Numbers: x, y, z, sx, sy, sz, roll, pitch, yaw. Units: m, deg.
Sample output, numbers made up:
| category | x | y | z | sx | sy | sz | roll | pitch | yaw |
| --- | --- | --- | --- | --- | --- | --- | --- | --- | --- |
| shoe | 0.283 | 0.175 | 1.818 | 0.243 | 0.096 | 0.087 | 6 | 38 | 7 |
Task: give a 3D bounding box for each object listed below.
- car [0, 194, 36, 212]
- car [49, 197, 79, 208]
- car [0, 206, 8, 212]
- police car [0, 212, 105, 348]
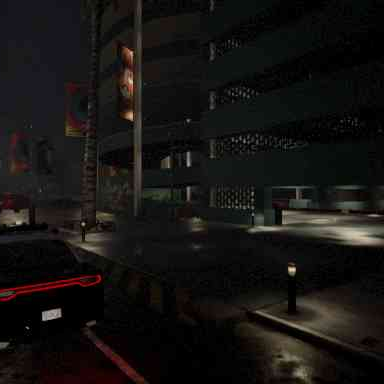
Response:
| category | x | y | z | sx | sy | sz | roll | pitch | yaw |
| --- | --- | --- | --- | --- | --- | --- | --- | --- | --- |
| car | -19.308 | 1.221 | 36.503 | 2.150 | 2.045 | 5.566 | 0 | 0 | 0 |
| car | -18.040 | 1.478 | 47.072 | 1.882 | 1.535 | 5.008 | 0 | 0 | 17 |
| car | -9.487 | 1.478 | 14.300 | 1.882 | 1.535 | 5.008 | 0 | 0 | -38 |
| police car | -3.444 | 1.425 | 6.470 | 1.930 | 1.638 | 5.238 | 0 | 0 | -38 |
